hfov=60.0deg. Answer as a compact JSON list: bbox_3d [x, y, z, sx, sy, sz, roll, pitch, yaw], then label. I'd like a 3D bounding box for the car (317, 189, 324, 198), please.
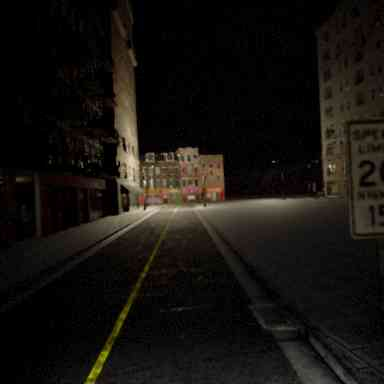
[{"bbox_3d":[27.976,0.197,67.867,4.553,1.767,2.097,-3,-1,-11],"label":"car"}]
